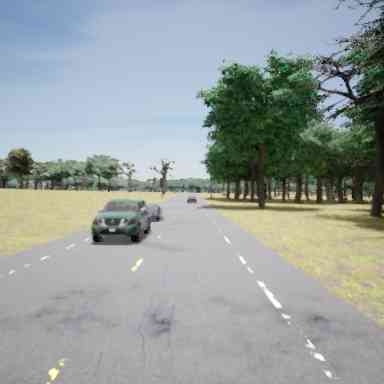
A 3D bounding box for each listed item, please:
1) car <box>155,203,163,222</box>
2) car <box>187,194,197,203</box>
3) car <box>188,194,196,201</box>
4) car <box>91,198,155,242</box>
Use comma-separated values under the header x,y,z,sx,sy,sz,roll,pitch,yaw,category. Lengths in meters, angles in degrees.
x,y,z,sx,sy,sz,roll,pitch,yaw,category
-3.528,1.712,28.747,1.812,1.442,4.674,0,0,0,car
-0.012,1.559,72.837,1.882,1.535,5.008,0,1,0,car
-0.013,1.307,83.253,2.128,1.511,4.902,0,1,0,car
-3.516,1.359,17.436,2.150,2.045,5.566,0,-1,0,car
